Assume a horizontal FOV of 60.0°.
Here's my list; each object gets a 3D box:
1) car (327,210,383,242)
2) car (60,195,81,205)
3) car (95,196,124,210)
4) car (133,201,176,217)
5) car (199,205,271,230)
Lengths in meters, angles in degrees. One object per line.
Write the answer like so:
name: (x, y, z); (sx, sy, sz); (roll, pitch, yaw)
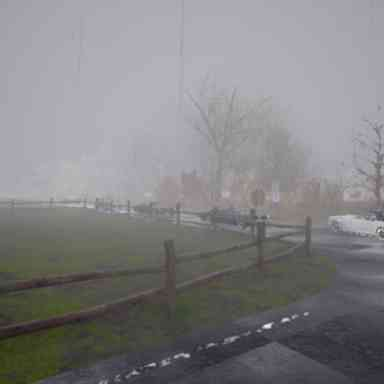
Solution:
car: (8.790, 1.529, 16.066); (1.895, 1.301, 4.718); (0, 1, -17)
car: (-18.354, 1.194, 50.118); (2.033, 1.411, 5.357); (-1, 1, -35)
car: (-9.288, 1.232, 37.193); (2.128, 1.511, 4.902); (-1, 1, -35)
car: (-3.233, 1.420, 28.659); (1.895, 1.301, 4.718); (-1, 1, -35)
car: (2.568, 1.495, 20.487); (1.895, 1.301, 4.718); (-1, 1, -35)
